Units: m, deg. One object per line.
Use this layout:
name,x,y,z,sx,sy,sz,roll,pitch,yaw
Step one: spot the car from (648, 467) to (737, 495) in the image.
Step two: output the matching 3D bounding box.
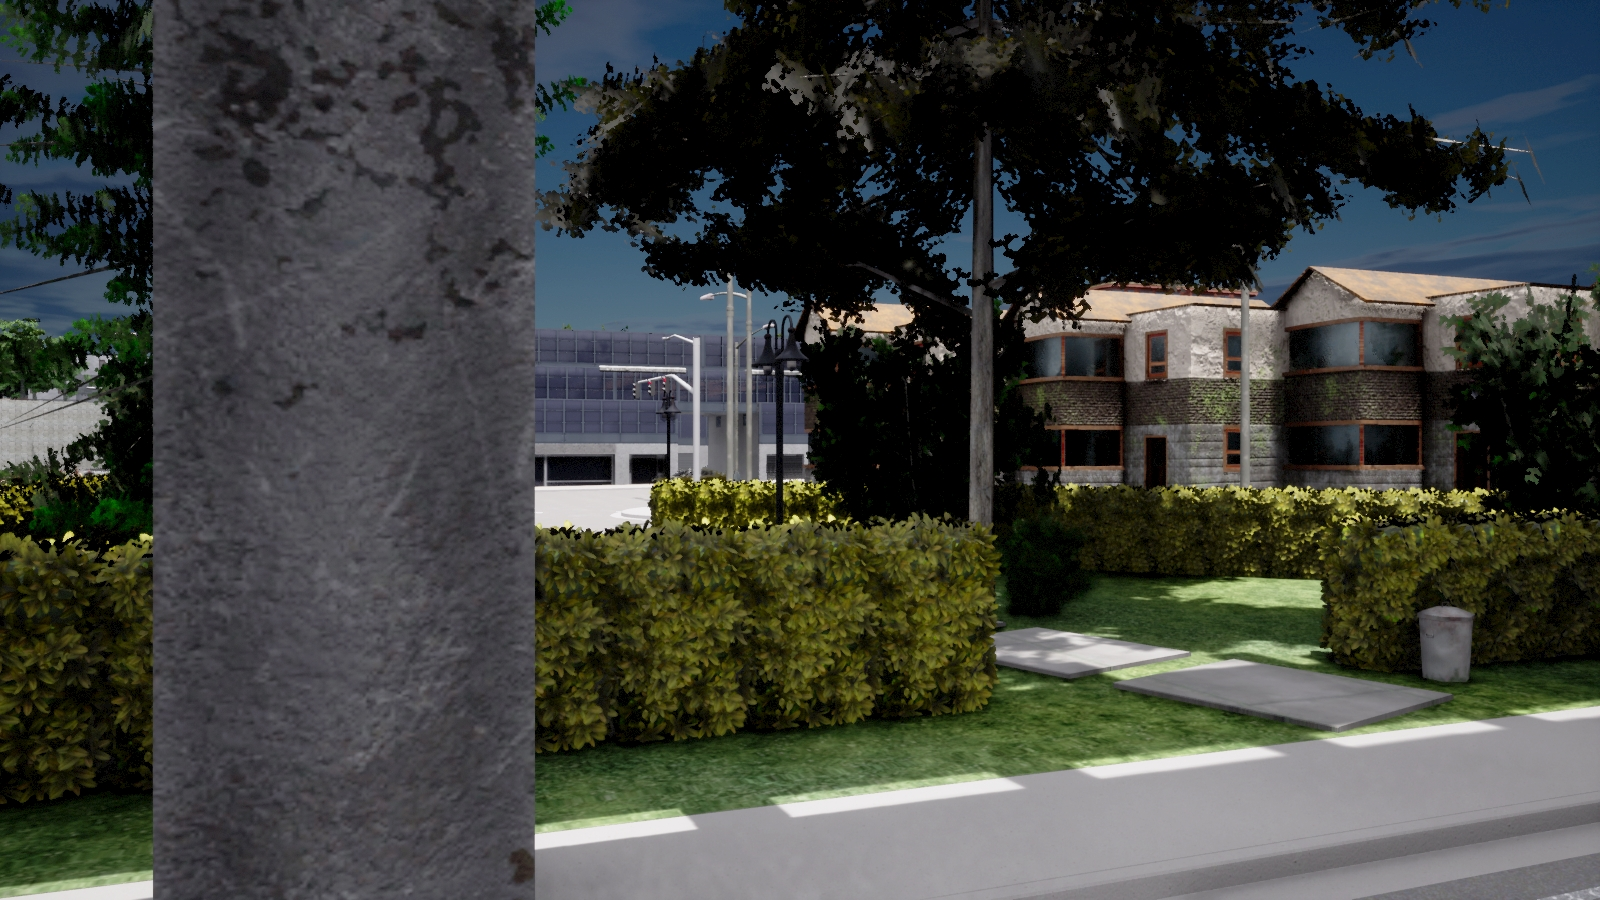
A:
car,-6.563,1.872,69.766,5.006,1.535,2.097,-1,0,-21
